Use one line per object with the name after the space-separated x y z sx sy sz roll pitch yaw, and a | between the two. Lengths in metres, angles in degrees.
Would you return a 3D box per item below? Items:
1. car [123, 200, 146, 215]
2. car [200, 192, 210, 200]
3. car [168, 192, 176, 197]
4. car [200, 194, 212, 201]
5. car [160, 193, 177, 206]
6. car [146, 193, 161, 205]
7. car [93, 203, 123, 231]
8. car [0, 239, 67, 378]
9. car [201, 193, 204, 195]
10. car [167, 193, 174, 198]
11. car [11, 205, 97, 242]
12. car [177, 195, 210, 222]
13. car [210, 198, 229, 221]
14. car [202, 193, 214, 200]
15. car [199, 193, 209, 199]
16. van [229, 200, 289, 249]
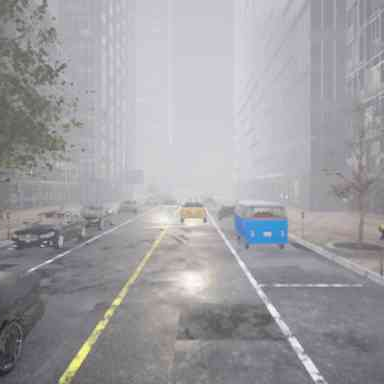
-5.678 1.362 30.790 1.802 1.307 4.206 0 0 0 | car
2.721 0.895 70.628 1.967 1.590 4.097 0 0 0 | car
-5.649 0.690 93.406 1.967 1.590 4.097 0 1 0 | car
2.718 1.052 64.937 2.008 1.369 4.403 0 0 0 | car
-3.062 1.210 47.247 1.994 1.385 4.181 0 0 0 | car
-5.670 1.223 47.868 1.802 1.307 4.206 0 0 0 | car
-5.683 1.418 19.405 2.008 1.369 4.403 0 0 0 | car
-3.099 1.529 2.726 2.033 1.411 5.357 0 0 0 | car
0.118 1.240 41.460 2.033 1.411 5.357 0 0 0 | car
-5.652 0.887 87.715 1.802 1.307 4.206 0 1 0 | car
-5.685 1.459 13.713 2.008 1.369 4.403 0 0 0 | car
0.111 1.285 24.322 1.801 1.575 5.366 0 0 0 | car
2.701 1.375 25.091 2.008 1.369 4.403 0 0 0 | car
2.713 1.176 53.553 1.802 1.307 4.206 0 0 0 | car
2.723 0.957 76.322 2.008 1.369 4.403 0 1 0 | car
2.695 1.249 13.704 1.690 1.788 3.998 0 0 0 | van
